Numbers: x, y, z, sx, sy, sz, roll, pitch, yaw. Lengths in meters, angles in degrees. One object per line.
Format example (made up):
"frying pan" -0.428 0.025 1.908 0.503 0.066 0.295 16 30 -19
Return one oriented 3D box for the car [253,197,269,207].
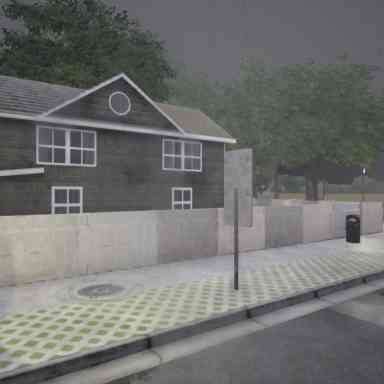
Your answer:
"car" 6.046 1.315 33.858 2.097 1.767 4.553 0 0 -35
